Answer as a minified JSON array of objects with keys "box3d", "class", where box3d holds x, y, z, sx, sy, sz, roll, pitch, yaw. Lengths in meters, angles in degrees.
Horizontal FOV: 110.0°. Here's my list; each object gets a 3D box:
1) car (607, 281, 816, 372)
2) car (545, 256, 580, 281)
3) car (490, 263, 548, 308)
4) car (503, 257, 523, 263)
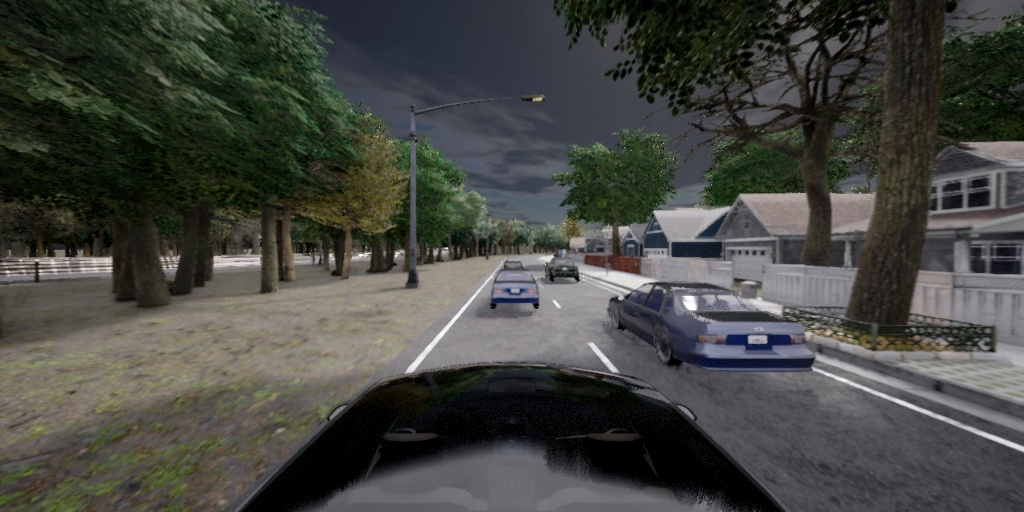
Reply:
[{"box3d":[3.601,1.252,7.768,2.033,1.411,5.357,0,1,0],"class":"car"},{"box3d":[3.609,0.853,26.545,2.097,1.767,4.553,0,1,0],"class":"car"},{"box3d":[0.103,1.188,14.599,2.033,1.411,5.357,0,1,0],"class":"car"},{"box3d":[0.113,0.859,36.217,2.128,1.511,4.902,0,1,0],"class":"car"}]
